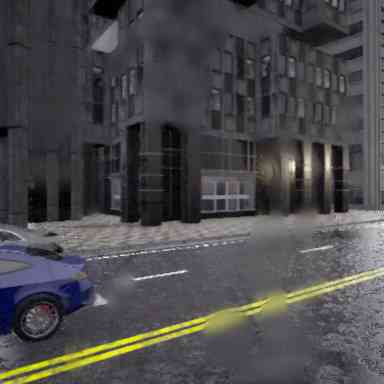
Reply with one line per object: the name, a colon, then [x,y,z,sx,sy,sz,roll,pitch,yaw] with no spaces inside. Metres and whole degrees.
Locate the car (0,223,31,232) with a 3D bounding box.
car: [-5.578,1.492,7.690,4.902,1.511,2.128,0,0,-36]

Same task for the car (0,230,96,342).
car: [-3.835,1.526,4.942,4.674,1.442,1.812,0,0,-35]
